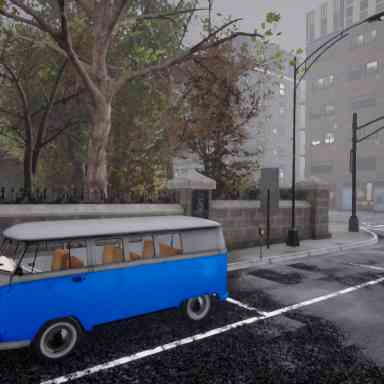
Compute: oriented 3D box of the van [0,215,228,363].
[{"bbox_3d":[-1.246,1.342,5.601,3.998,1.788,1.690,0,1,-35],"label":"van"}]
